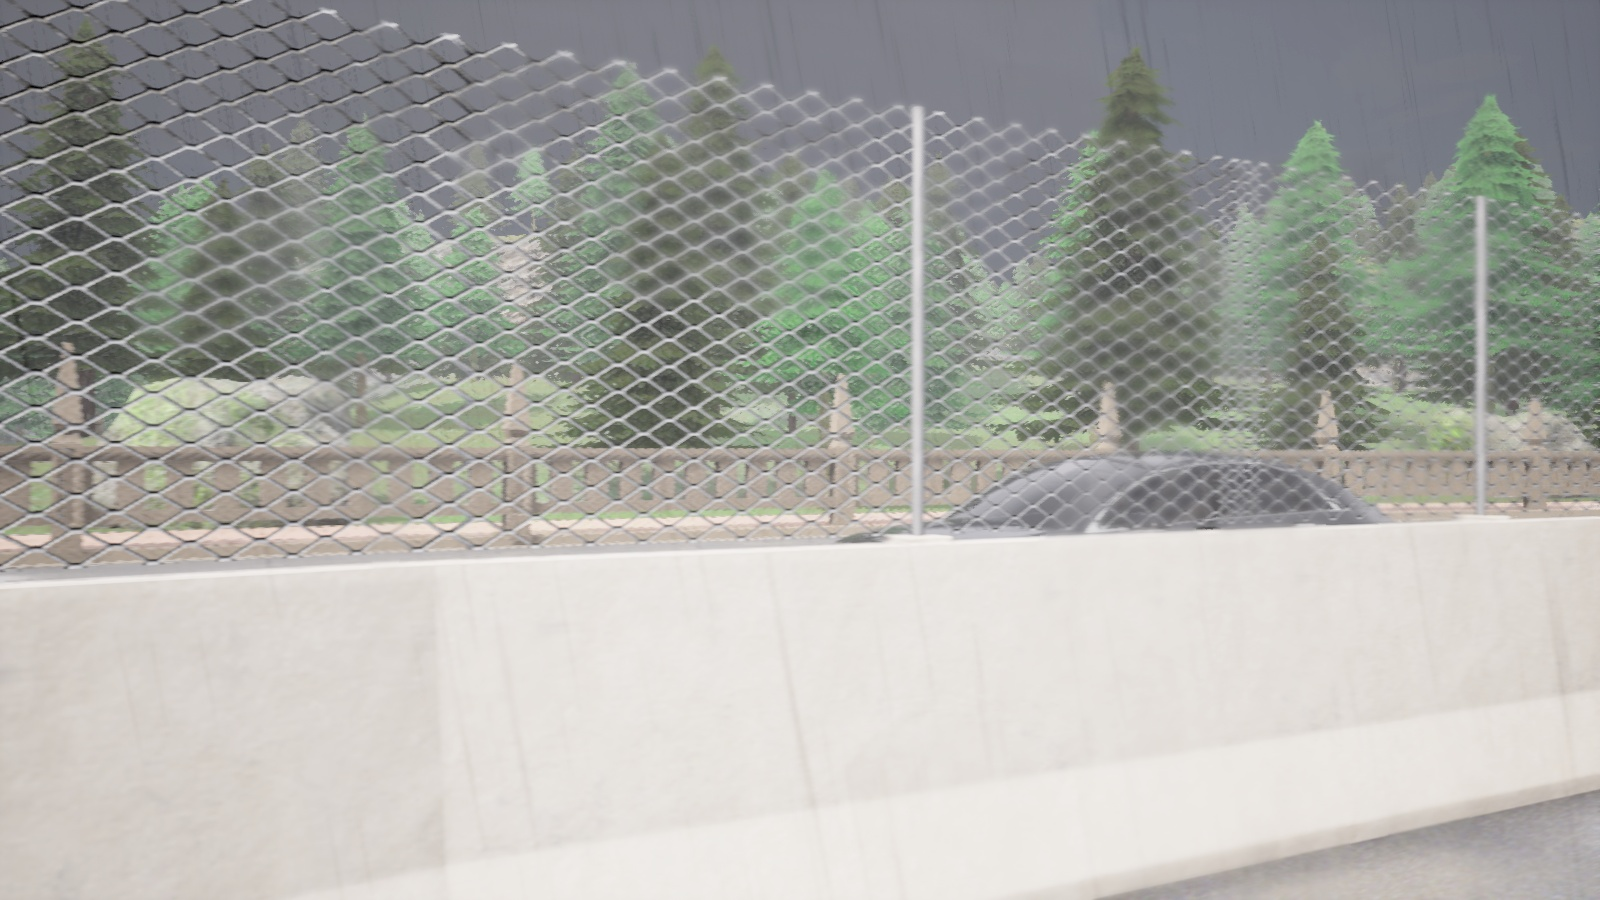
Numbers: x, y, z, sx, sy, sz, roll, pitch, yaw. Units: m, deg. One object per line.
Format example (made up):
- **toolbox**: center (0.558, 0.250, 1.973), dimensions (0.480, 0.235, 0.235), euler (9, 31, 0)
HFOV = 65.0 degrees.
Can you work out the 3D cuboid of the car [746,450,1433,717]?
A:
- **car**: center (2.209, 0.763, 9.092), dimensions (4.892, 1.490, 1.837), euler (0, 0, -30)
